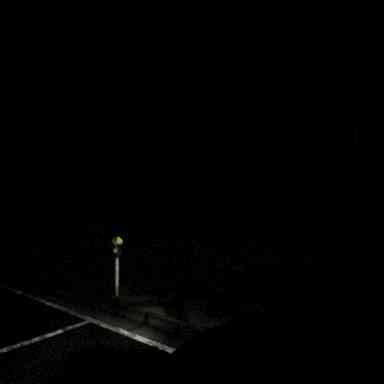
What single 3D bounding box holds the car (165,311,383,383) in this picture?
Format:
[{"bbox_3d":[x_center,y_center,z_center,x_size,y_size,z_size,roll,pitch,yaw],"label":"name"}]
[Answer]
[{"bbox_3d":[2.000,1.496,1.925,5.008,1.535,1.882,0,0,38],"label":"car"}]
